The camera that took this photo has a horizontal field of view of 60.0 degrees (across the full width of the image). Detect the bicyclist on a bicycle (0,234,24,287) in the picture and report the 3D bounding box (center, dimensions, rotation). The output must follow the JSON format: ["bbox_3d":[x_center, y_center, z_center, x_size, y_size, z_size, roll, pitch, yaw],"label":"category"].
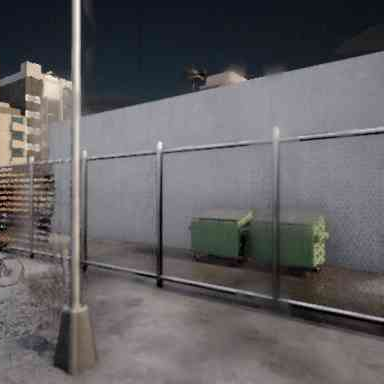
[{"bbox_3d":[-4.485,1.364,7.251,0.582,1.620,1.656,0,0,36],"label":"bicyclist on a bicycle"}]
